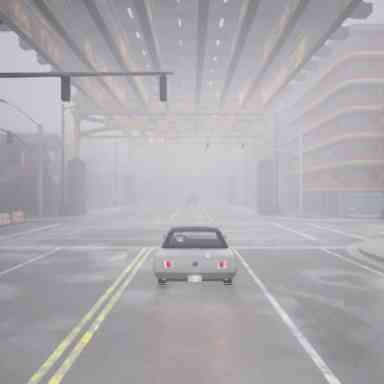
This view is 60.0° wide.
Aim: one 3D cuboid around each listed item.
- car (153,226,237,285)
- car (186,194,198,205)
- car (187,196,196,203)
[{"bbox_3d":[0.076,1.637,9.580,1.895,1.301,4.718,0,0,0],"label":"car"},{"bbox_3d":[0.003,1.401,64.253,2.150,2.045,5.566,0,0,0],"label":"car"},{"bbox_3d":[-0.115,1.624,75.655,1.837,1.490,4.892,0,0,0],"label":"car"}]
